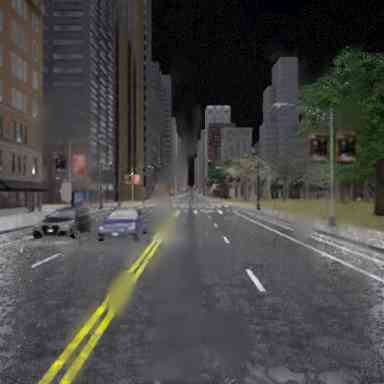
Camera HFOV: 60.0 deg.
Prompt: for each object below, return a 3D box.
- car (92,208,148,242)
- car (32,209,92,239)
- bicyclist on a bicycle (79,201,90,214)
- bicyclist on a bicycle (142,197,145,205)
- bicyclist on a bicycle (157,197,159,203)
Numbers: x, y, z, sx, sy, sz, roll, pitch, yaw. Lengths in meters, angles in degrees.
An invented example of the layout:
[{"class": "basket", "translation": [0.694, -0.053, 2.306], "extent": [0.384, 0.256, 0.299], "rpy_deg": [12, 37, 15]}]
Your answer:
[{"class": "car", "translation": [-3.343, 1.571, 16.805], "extent": [1.812, 1.442, 4.674], "rpy_deg": [0, 0, 0]}, {"class": "car", "translation": [-6.591, 1.611, 17.463], "extent": [1.994, 1.385, 4.181], "rpy_deg": [0, 0, 0]}, {"class": "bicyclist on a bicycle", "translation": [-8.624, 1.510, 26.870], "extent": [0.866, 1.612, 1.509], "rpy_deg": [0, 0, 1]}, {"class": "bicyclist on a bicycle", "translation": [-8.733, 1.671, 60.131], "extent": [0.582, 1.620, 1.656], "rpy_deg": [0, 0, 0]}, {"class": "bicyclist on a bicycle", "translation": [-8.724, 2.010, 86.046], "extent": [0.582, 1.620, 1.656], "rpy_deg": [0, 0, 0]}]
